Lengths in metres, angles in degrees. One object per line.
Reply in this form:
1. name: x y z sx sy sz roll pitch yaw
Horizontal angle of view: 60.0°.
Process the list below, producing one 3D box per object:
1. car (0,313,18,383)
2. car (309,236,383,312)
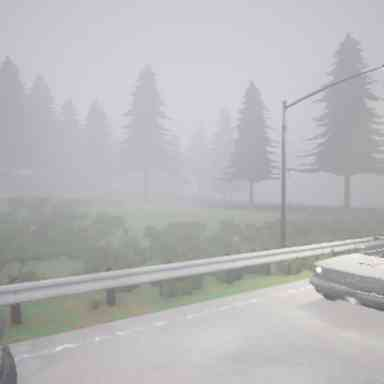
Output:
1. car: -3.576 1.457 1.543 4.892 1.490 1.837 1 0 -34
2. car: 4.676 1.636 7.168 4.718 1.301 1.895 1 0 -34
